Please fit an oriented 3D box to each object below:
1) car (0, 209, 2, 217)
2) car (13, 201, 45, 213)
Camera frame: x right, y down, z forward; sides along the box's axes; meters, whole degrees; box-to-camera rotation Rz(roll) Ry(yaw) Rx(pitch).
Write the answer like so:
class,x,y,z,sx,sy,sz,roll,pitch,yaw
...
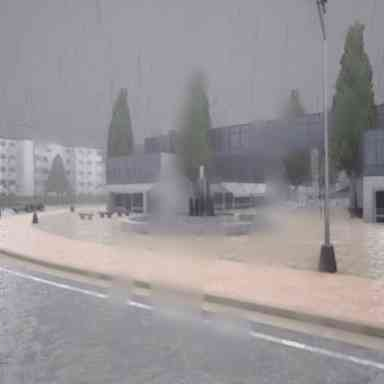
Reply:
class,x,y,z,sx,sy,sz,roll,pitch,yaw
car,-20.301,1.852,32.588,1.812,1.442,4.674,0,0,-11
car,-20.809,1.874,42.584,2.128,1.511,4.902,0,0,6
